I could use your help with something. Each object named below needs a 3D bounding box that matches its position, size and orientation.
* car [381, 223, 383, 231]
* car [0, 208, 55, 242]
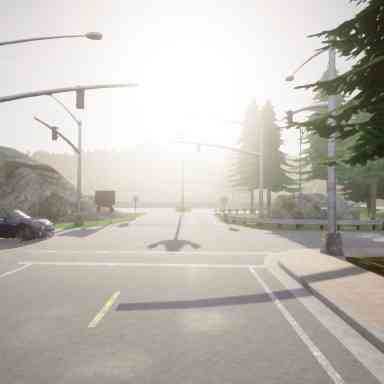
[{"bbox_3d":[15.025,2.060,21.076,5.357,1.411,2.033,0,-1,-2],"label":"car"},{"bbox_3d":[-9.838,1.661,17.797,4.553,1.767,2.097,0,-1,-1],"label":"car"}]
